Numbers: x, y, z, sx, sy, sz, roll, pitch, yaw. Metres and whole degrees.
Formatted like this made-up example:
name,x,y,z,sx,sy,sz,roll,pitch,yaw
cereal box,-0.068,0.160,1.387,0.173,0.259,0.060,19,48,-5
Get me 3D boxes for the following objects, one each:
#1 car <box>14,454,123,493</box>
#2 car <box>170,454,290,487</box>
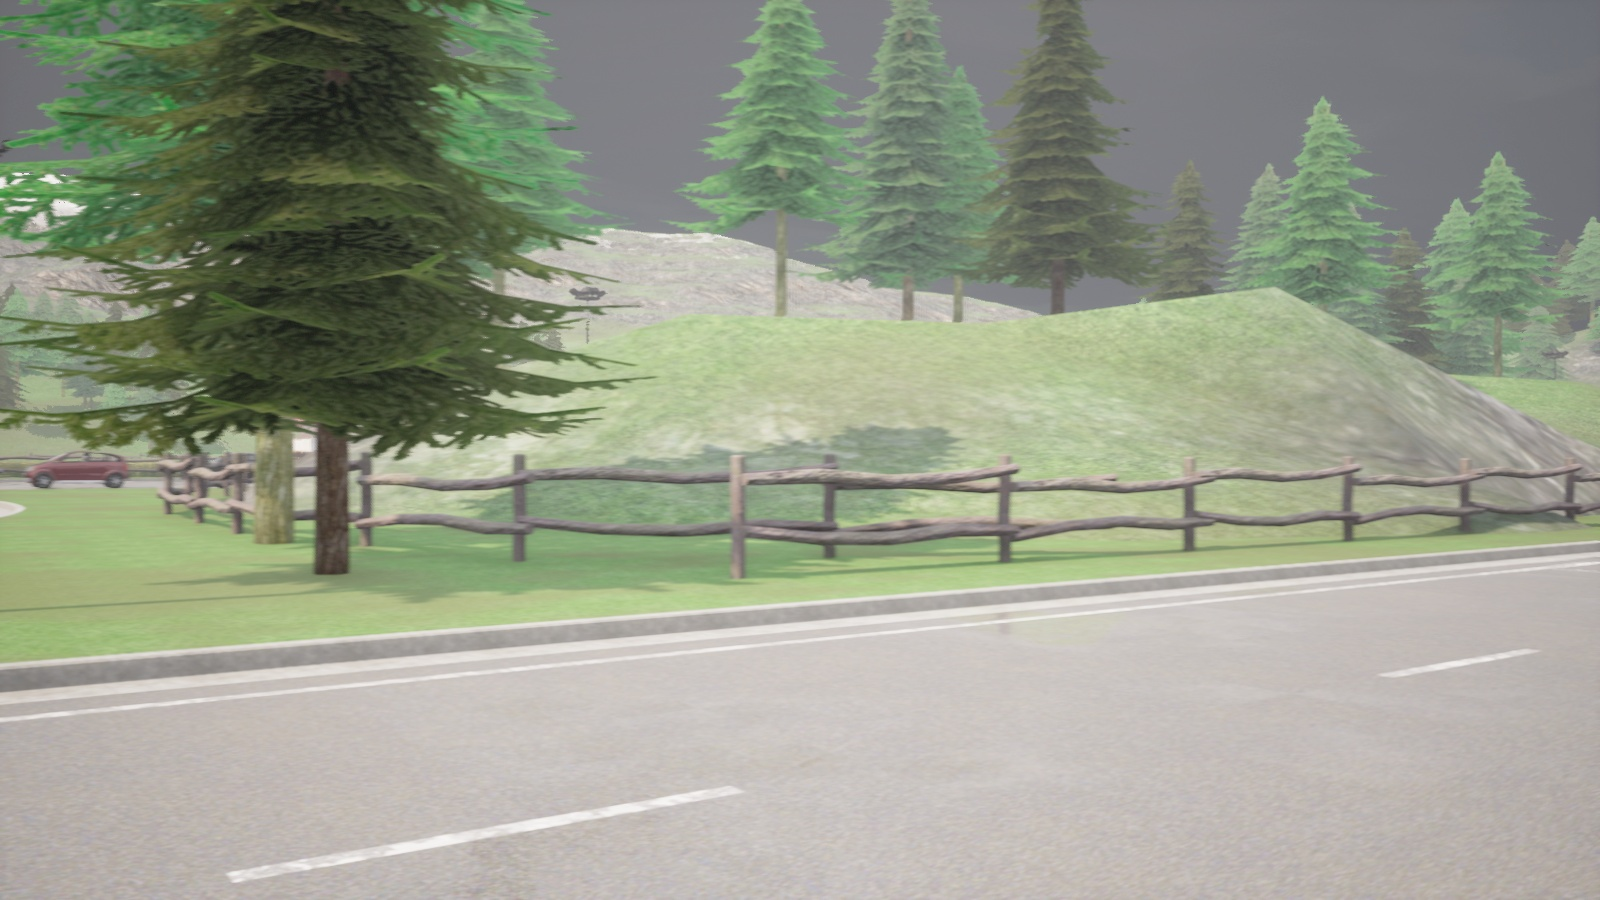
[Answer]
name,x,y,z,sx,sy,sz,roll,pitch,yaw
car,-29.586,0.924,50.820,3.705,1.549,1.789,0,0,-35
car,-27.541,0.965,60.747,5.008,1.535,1.882,0,0,-35
